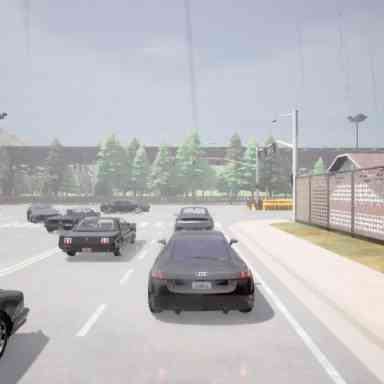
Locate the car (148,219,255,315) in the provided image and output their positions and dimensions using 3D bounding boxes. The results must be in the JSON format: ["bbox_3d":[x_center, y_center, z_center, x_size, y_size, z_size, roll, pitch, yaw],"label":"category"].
[{"bbox_3d":[0.147,1.564,7.677,1.994,1.385,4.181,0,0,-1],"label":"car"}]

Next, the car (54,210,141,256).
[{"bbox_3d":[-3.399,1.601,12.997,1.895,1.301,4.718,0,0,0],"label":"car"}]

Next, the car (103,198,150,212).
[{"bbox_3d":[-7.286,1.491,37.593,4.902,1.511,2.128,0,0,-2],"label":"car"}]

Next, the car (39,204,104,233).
[{"bbox_3d":[-6.998,1.643,19.904,1.895,1.301,4.718,0,0,0],"label":"car"}]

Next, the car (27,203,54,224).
[{"bbox_3d":[-11.240,1.547,25.060,2.033,1.411,5.357,0,0,-31],"label":"car"}]

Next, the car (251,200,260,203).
[{"bbox_3d":[11.749,1.601,52.386,4.718,1.301,1.895,0,0,-2],"label":"car"}]

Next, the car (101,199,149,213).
[{"bbox_3d":[-6.890,1.505,34.103,4.892,1.490,1.837,0,0,-2],"label":"car"}]

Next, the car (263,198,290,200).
[{"bbox_3d":[12.287,1.601,45.367,4.718,1.301,1.895,0,0,-3],"label":"car"}]

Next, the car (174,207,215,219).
[{"bbox_3d":[0.118,1.492,16.580,2.128,1.511,4.902,0,0,1],"label":"car"}]

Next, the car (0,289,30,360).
[{"bbox_3d":[-3.399,1.547,2.602,2.033,1.411,5.357,0,0,0],"label":"car"}]
